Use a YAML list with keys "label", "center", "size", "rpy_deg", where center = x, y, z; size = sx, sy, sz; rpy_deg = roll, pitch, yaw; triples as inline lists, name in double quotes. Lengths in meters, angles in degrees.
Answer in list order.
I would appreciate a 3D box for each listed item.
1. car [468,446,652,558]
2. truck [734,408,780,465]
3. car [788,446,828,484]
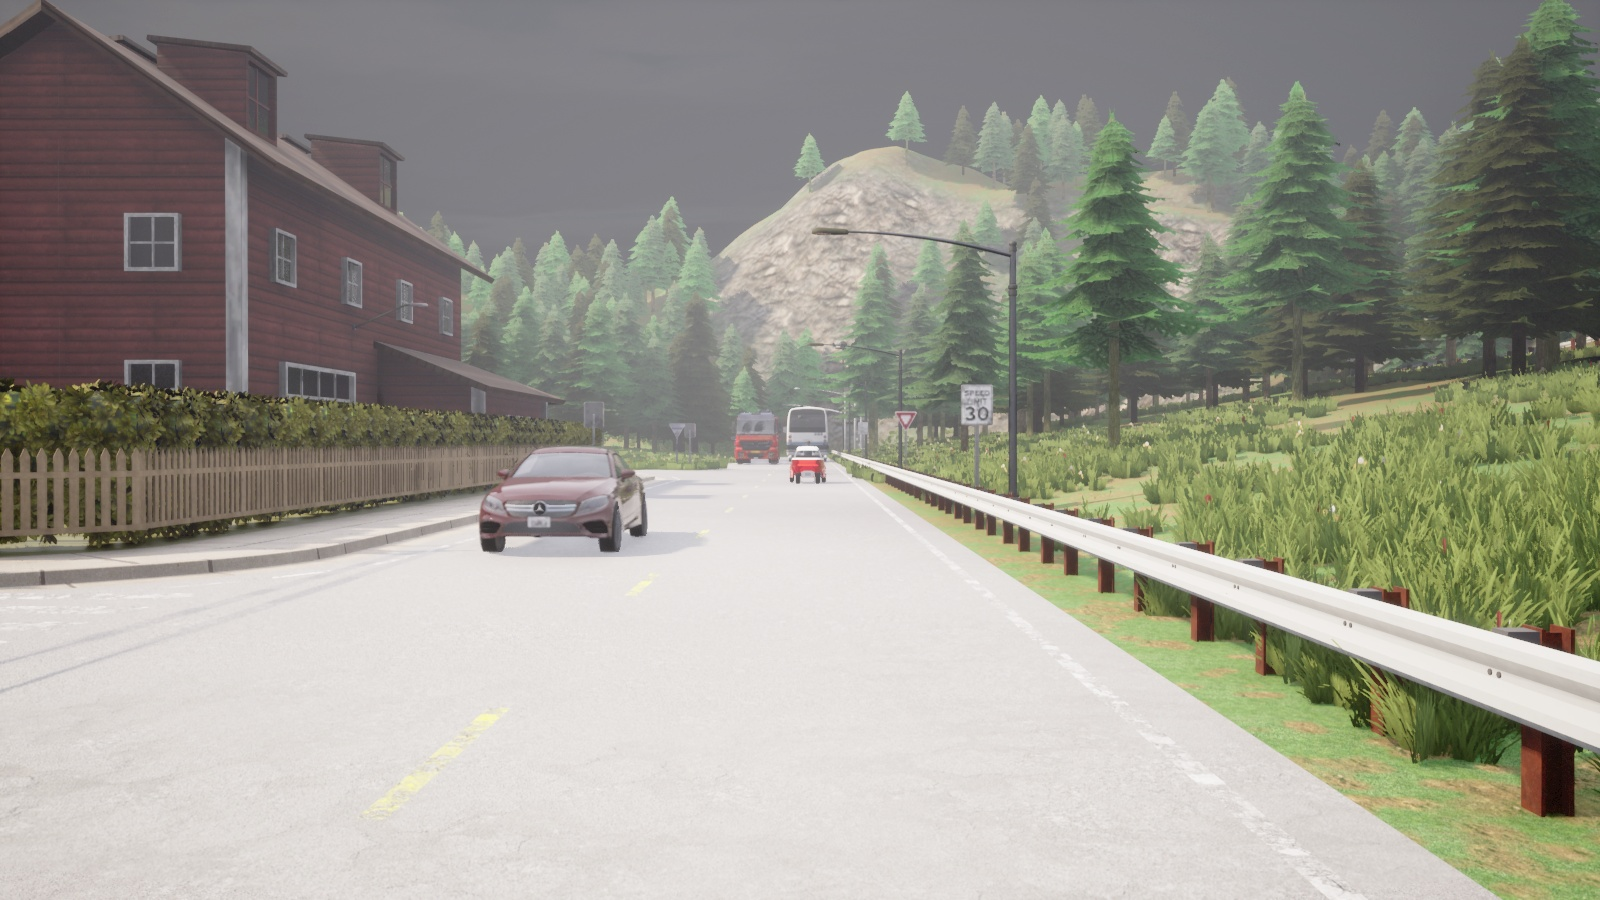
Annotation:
- label: "car"
  center: [-3.375, 0.665, 18.556]
  size: [1.812, 1.442, 4.674]
  rpy_deg: [0, 0, 0]
- label: "truck"
  center: [-2.961, -0.923, 88.819]
  size: [2.891, 3.827, 8.468]
  rpy_deg: [0, 0, 0]
- label: "car"
  center: [0.294, 0.534, 47.277]
  size: [1.481, 1.376, 2.207]
  rpy_deg: [0, 1, 0]
